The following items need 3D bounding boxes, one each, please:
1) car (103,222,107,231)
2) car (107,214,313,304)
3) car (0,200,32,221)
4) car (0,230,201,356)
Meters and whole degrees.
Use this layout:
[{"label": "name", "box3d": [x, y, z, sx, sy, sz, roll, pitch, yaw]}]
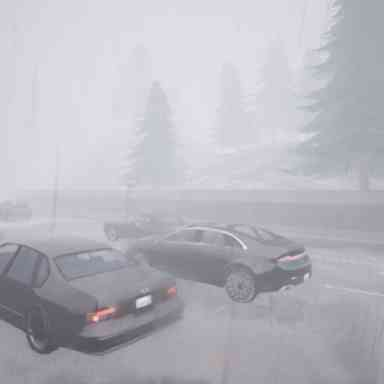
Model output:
[{"label": "car", "box3d": [-1.817, 1.591, 14.483, 4.718, 1.301, 1.895, 0, 0, 40]}, {"label": "car", "box3d": [0.401, 1.494, 8.225, 4.902, 1.511, 2.128, 0, 0, 37]}, {"label": "car", "box3d": [-14.458, 1.413, 26.757, 2.128, 1.511, 4.902, 0, 0, -43]}, {"label": "car", "box3d": [-2.632, 1.534, 6.100, 5.357, 1.411, 2.033, 0, 0, 38]}]
